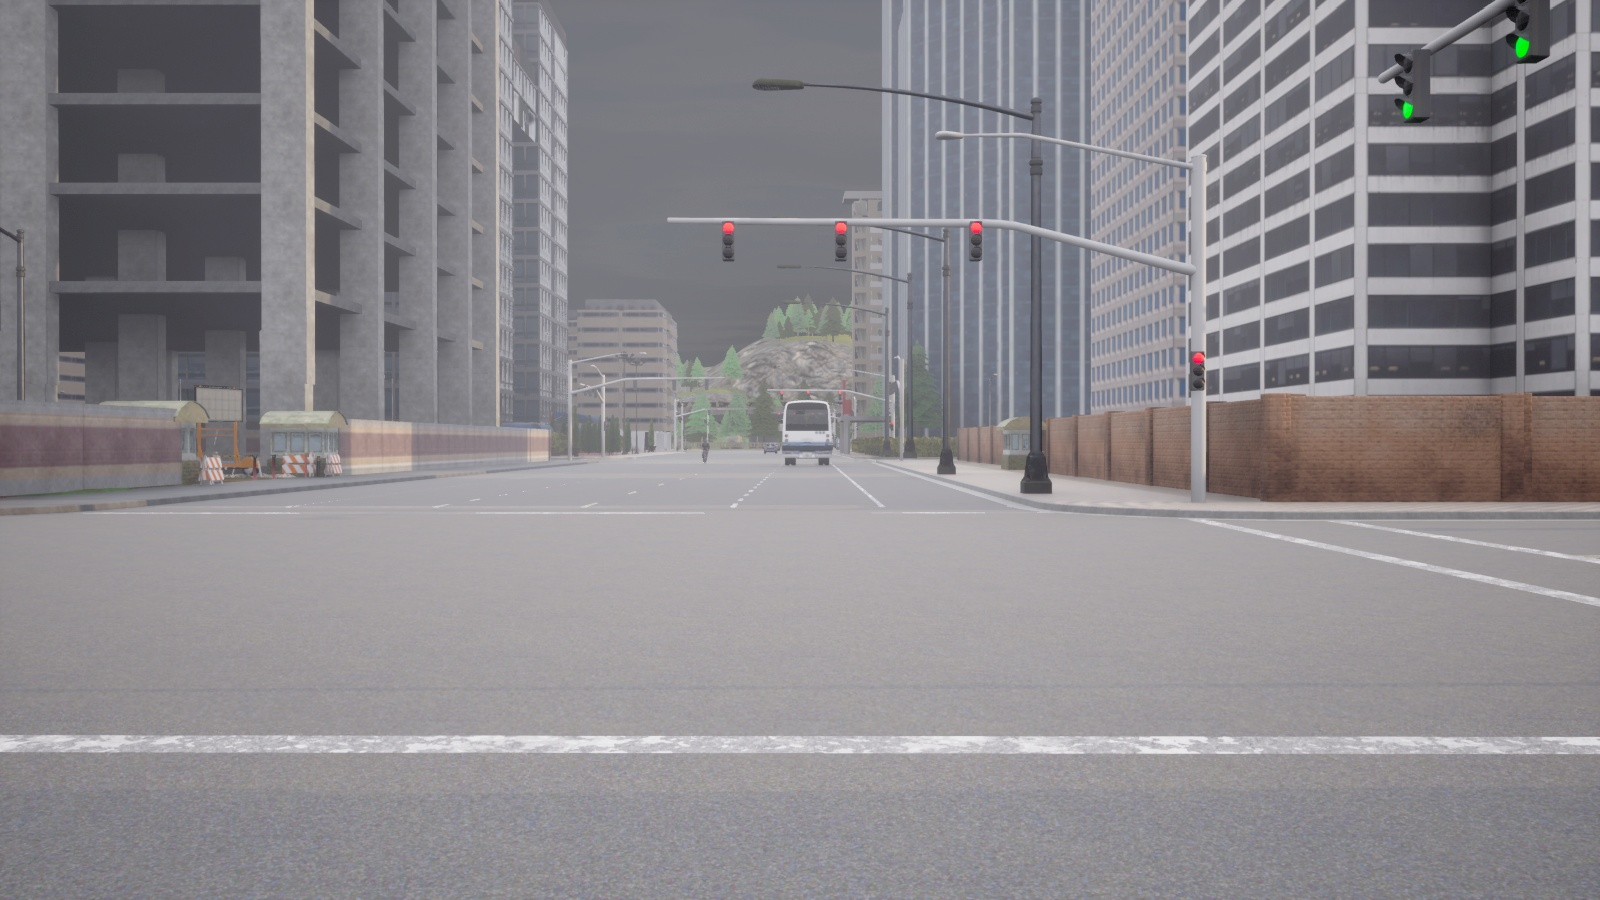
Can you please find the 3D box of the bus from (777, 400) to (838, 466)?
[{"bbox_3d":[0.487,-1.117,86.421,3.944,4.253,10.273,0,0,0],"label":"bus"}]
